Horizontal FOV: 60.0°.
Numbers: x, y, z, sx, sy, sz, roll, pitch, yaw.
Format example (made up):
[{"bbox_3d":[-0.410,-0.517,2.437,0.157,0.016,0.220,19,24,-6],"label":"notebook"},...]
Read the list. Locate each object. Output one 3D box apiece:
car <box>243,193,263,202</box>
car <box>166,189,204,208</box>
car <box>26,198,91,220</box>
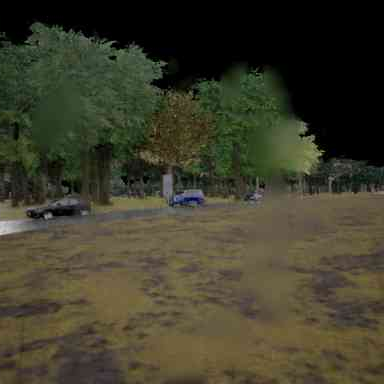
[{"bbox_3d":[9.942,0.819,54.112,1.994,1.385,4.181,-3,-1,36],"label":"car"},{"bbox_3d":[-0.710,0.750,39.187,2.150,2.045,5.566,-3,-1,35],"label":"car"},{"bbox_3d":[-10.189,1.263,25.753,1.882,1.535,5.008,-3,0,35],"label":"car"}]
